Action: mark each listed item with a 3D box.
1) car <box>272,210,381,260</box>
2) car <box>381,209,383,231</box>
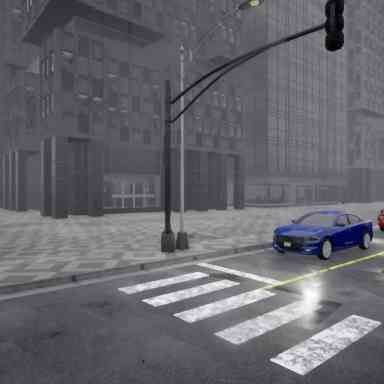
[{"bbox_3d":[5.075,1.467,12.665,5.008,1.535,1.882,0,0,-40],"label":"car"},{"bbox_3d":[12.773,1.200,19.135,5.566,2.045,2.150,0,0,-40],"label":"car"}]
